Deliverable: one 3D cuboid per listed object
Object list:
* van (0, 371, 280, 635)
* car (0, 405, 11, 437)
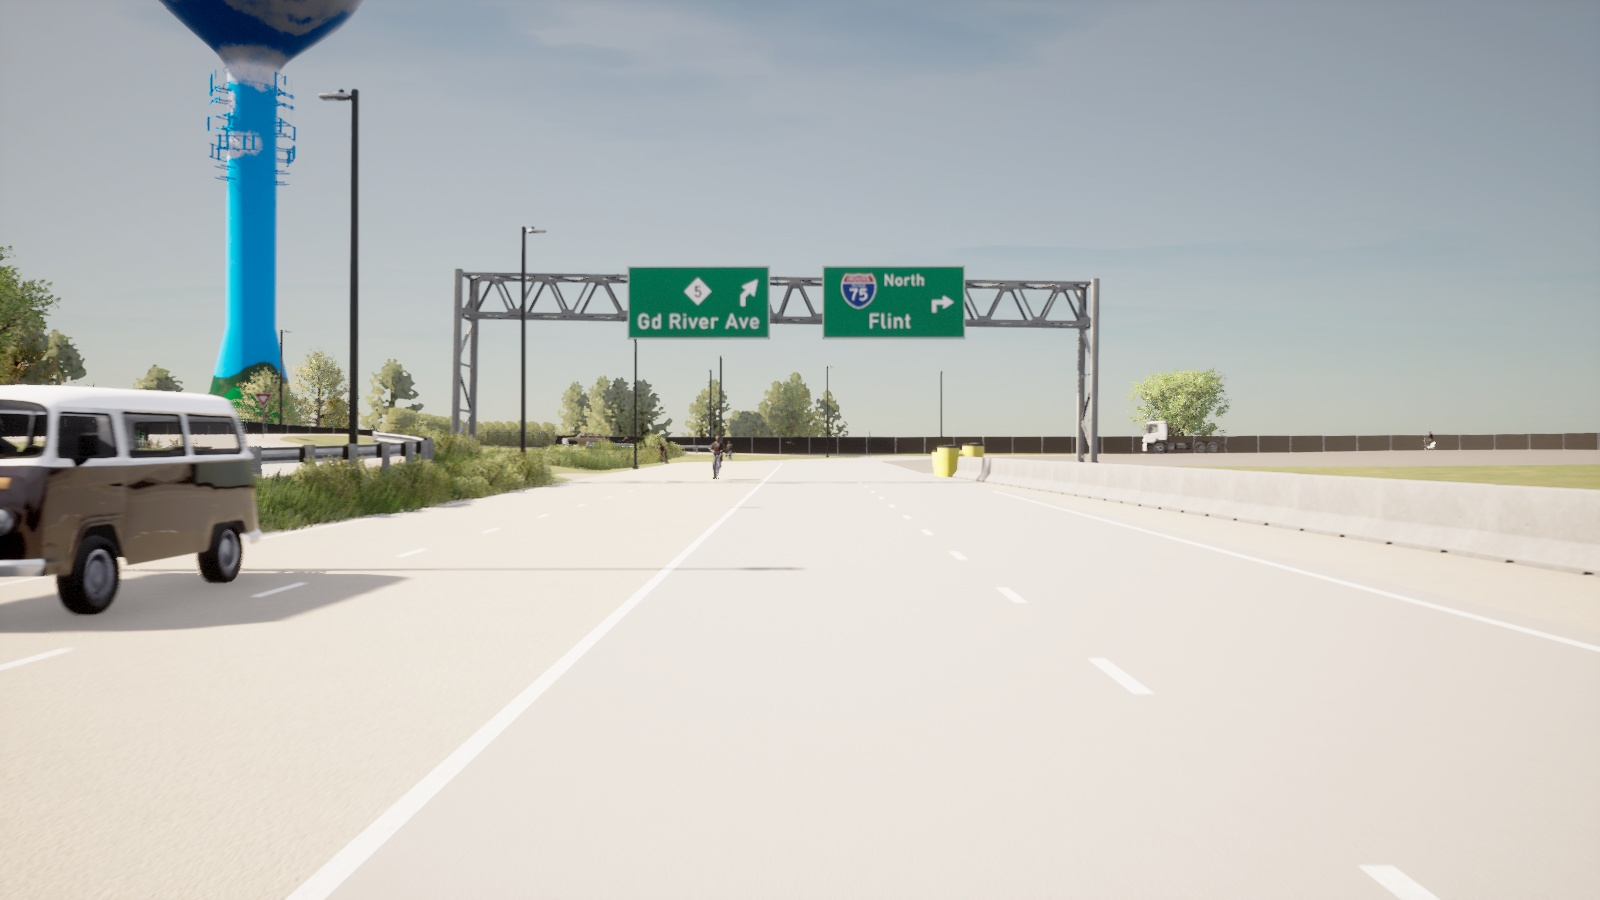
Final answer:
[{"bbox_3d":[-6.915,0.392,11.936,2.069,2.038,4.480,0,0,0],"label":"van"},{"bbox_3d":[-39.362,-1.344,57.614,2.128,1.511,4.902,1,2,34],"label":"car"}]
